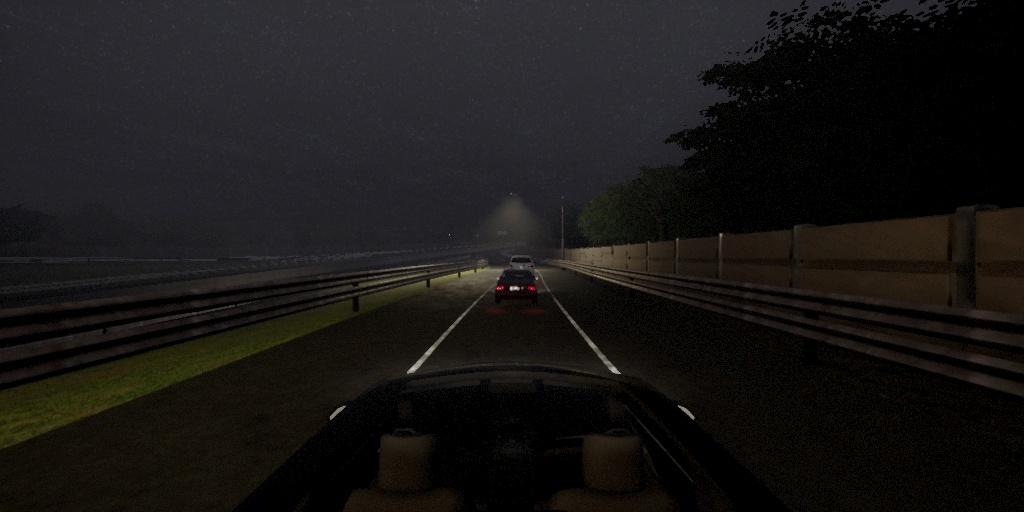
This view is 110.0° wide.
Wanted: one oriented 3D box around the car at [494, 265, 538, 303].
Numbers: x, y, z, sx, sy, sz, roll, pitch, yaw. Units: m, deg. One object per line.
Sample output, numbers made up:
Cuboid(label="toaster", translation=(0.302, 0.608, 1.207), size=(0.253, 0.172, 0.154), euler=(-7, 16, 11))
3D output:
Cuboid(label="car", translation=(0.223, 1.303, 16.407), size=(2.033, 1.411, 5.357), euler=(0, 0, 2))

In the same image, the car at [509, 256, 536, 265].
Cuboid(label="car", translation=(0.898, 0.989, 31.376), size=(2.150, 2.045, 5.566), euler=(0, 0, 3))
